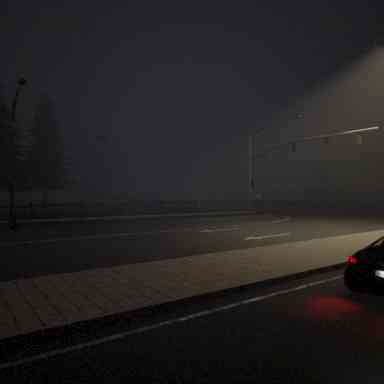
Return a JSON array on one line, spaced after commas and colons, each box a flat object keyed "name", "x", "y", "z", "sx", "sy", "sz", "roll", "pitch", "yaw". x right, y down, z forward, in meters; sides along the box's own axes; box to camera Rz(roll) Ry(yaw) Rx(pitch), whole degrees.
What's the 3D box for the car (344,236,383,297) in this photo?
[{"name": "car", "x": 5.356, "y": 1.564, "z": 7.597, "sx": 4.181, "sy": 1.385, "sz": 1.994, "roll": 0, "pitch": 0, "yaw": -35}]
